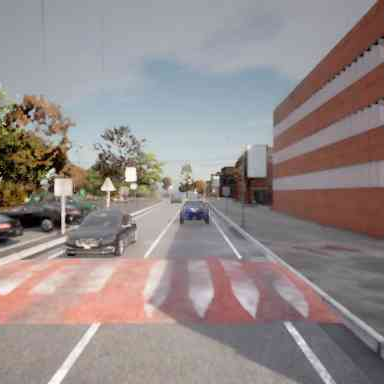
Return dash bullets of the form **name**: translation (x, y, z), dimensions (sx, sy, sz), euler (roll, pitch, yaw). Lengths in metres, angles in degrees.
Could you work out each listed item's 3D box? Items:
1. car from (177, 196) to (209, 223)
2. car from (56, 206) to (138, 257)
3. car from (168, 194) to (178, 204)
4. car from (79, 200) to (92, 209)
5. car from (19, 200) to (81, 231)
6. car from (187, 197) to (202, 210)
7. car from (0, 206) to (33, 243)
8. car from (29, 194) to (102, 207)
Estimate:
- **car**: translation (0.181, 1.344, 25.460), dimensions (2.097, 1.767, 4.553), euler (0, 0, 0)
- **car**: translation (-3.323, 1.502, 13.008), dimensions (1.837, 1.490, 4.892), euler (0, 0, 0)
- **car**: translation (-2.846, 1.458, 60.988), dimensions (1.994, 1.385, 4.181), euler (0, 0, 1)
- **car**: translation (-9.491, 1.449, 22.154), dimensions (4.674, 1.452, 2.002), euler (0, 0, 0)
- **car**: translation (-9.475, 1.416, 19.326), dimensions (5.008, 1.535, 2.097), euler (0, 0, 0)
- **car**: translation (0.312, 1.457, 42.918), dimensions (1.837, 1.490, 4.892), euler (0, 0, 1)
- **car**: translation (-9.450, 1.467, 13.676), dimensions (4.674, 1.452, 2.002), euler (0, 0, 0)
- **car**: translation (-9.479, 1.149, 24.978), dimensions (5.566, 2.045, 2.435), euler (0, 0, 0)
